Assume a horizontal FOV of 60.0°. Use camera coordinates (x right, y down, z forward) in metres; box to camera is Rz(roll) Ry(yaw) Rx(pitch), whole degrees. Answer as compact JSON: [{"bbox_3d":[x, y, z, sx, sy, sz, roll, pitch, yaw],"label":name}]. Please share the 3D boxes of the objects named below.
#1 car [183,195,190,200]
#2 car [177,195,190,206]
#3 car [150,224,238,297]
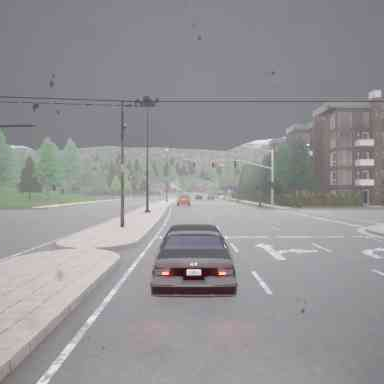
[{"bbox_3d":[-1.556,1.524,95.473,1.812,1.442,4.674,0,0,0],"label":"car"},{"bbox_3d":[-1.364,1.352,54.470,2.097,1.767,4.553,0,0,-1],"label":"car"},{"bbox_3d":[0.042,1.547,8.725,2.033,1.411,5.357,0,0,0],"label":"car"}]
